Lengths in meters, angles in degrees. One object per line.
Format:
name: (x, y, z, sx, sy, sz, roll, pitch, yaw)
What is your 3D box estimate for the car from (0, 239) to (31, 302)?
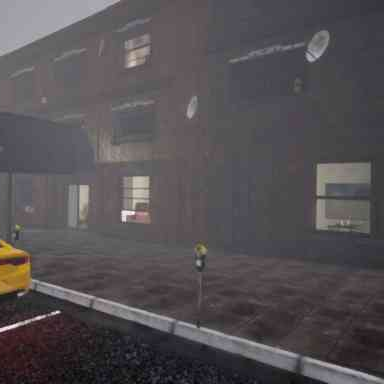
car: (-5.472, 1.474, 7.143, 5.008, 1.535, 1.882, 0, 0, 35)
